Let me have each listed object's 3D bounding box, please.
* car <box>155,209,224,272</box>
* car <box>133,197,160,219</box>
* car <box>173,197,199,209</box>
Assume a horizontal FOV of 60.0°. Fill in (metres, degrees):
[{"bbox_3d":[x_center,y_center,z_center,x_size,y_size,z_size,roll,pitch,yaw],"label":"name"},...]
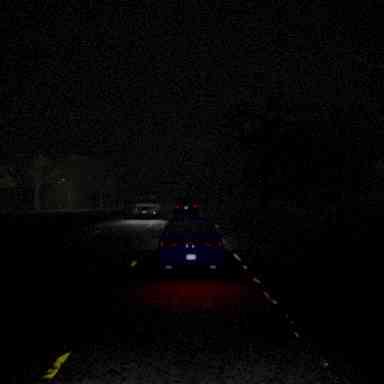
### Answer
[{"bbox_3d":[-0.068,1.540,11.080,1.882,1.535,5.008,0,0,-1],"label":"car"},{"bbox_3d":[-4.304,1.466,32.119,2.150,2.045,5.566,0,-1,-2],"label":"car"},{"bbox_3d":[-0.554,1.438,30.149,2.150,2.045,5.566,0,-1,-2],"label":"car"}]
